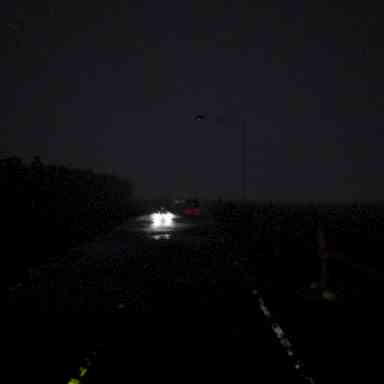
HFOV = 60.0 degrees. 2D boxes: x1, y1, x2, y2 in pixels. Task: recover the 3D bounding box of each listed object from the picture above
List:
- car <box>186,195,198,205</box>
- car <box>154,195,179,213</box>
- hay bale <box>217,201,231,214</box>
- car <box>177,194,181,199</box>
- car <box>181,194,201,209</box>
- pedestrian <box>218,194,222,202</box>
[{"bbox_3d":[0.001,1.286,54.933,2.033,1.411,5.357,0,0,0],"label":"car"},{"bbox_3d":[-2.845,1.312,34.594,2.128,1.511,4.902,0,0,0],"label":"car"},{"bbox_3d":[3.129,1.485,32.593,1.220,1.180,1.240,0,1,0],"label":"hay bale"},{"bbox_3d":[-2.750,1.064,76.038,2.033,1.411,5.357,0,0,0],"label":"car"},{"bbox_3d":[0.023,1.278,42.352,2.128,1.511,4.902,0,0,1],"label":"car"},{"bbox_3d":[2.825,1.127,33.688,0.375,1.860,0.375,0,1,-2],"label":"pedestrian"}]
